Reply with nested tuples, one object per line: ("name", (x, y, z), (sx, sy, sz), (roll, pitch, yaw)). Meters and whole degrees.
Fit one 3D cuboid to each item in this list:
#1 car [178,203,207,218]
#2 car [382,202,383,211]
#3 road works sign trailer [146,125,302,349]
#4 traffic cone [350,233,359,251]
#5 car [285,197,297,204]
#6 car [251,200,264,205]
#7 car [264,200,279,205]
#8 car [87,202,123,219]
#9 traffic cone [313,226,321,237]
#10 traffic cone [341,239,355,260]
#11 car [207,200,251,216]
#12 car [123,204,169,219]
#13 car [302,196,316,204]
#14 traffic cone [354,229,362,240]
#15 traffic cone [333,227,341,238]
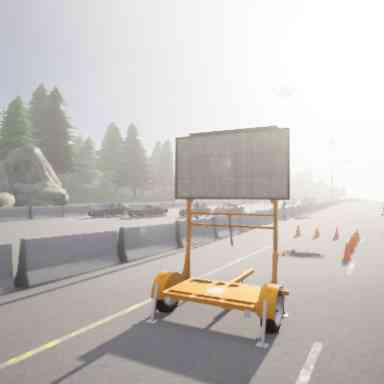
("car", (0.342, 1.831, 34.173), (1.994, 1.385, 4.181), (0, 0, 30))
("car", (26.606, 1.722, 44.407), (1.882, 1.535, 5.008), (0, -1, 30))
("road works sign trailer", (0.813, 0.552, 6.701), (2.380, 3.560, 2.880), (0, -1, 28))
("traffic cone", (6.592, 2.122, 13.735), (0.340, 0.580, 0.340), (0, -1, 30))
("car", (20.542, 1.826, 69.223), (1.812, 1.442, 4.674), (0, 0, 30))
("car", (12.414, 1.549, 69.119), (2.150, 2.045, 5.566), (0, 0, 30))
("car", (16.487, 1.537, 69.187), (2.150, 2.045, 5.566), (0, 0, 30))
("car", (-8.250, 1.779, 33.261), (1.837, 1.490, 4.892), (0, 0, 30))
("traffic cone", (6.854, 2.152, 18.195), (0.340, 0.580, 0.340), (0, 0, 31))
("traffic cone", (5.598, 2.107, 12.000), (0.340, 0.580, 0.340), (0, -1, 30))
("car", (3.796, 1.750, 33.162), (2.128, 1.511, 4.902), (0, 0, 30))
("car", (-4.322, 1.871, 33.075), (1.895, 1.301, 4.718), (0, 0, 30))
("car", (24.008, 1.647, 68.232), (2.097, 1.767, 4.553), (0, 0, 30))
("traffic cone", (7.587, 2.137, 15.470), (0.340, 0.580, 0.340), (0, -1, 30))
("traffic cone", (7.715, 2.150, 17.702), (0.340, 0.580, 0.340), (0, 0, 30))
